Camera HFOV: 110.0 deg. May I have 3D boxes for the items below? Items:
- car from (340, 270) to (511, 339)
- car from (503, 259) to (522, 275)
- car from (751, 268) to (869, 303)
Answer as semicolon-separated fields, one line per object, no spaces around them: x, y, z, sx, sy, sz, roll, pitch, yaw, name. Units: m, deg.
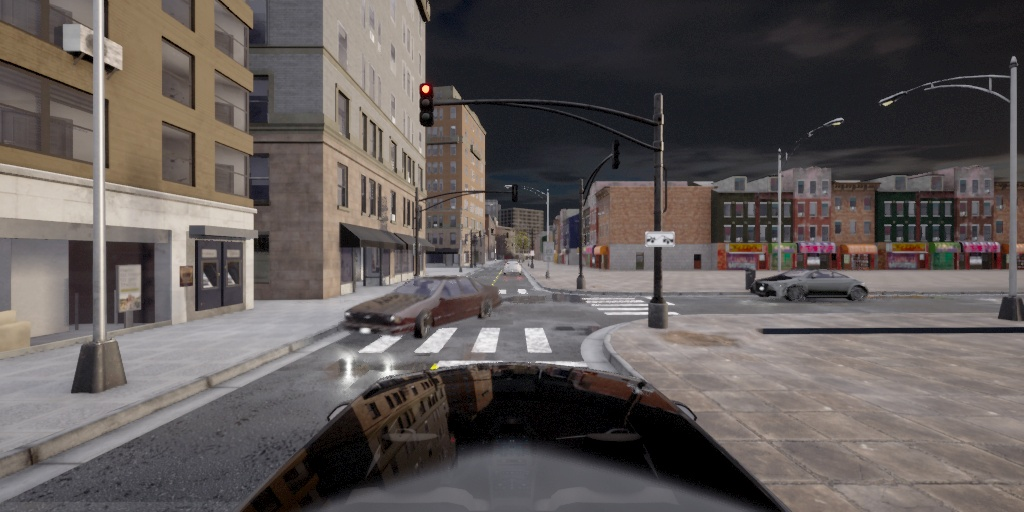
-2.186;1.297;10.484;2.033;1.411;5.357;0;0;26;car
0.066;1.284;38.335;1.812;1.442;4.674;0;0;0;car
13.122;1.257;15.974;4.181;1.385;1.994;0;0;0;car
